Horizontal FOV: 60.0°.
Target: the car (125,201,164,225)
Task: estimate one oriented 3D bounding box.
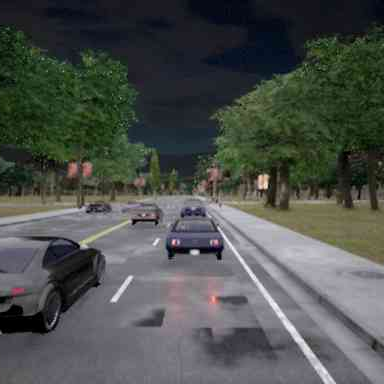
[{"bbox_3d":[-3.154,1.579,24.317,2.033,1.411,5.357,0,0,0],"label":"car"}]

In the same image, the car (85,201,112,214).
[{"bbox_3d":[-9.827,1.621,35.332,1.994,1.385,4.181,0,0,0],"label":"car"}]

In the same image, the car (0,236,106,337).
[{"bbox_3d":[-3.173,1.570,6.766,1.994,1.385,4.181,0,0,0],"label":"car"}]

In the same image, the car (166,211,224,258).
[{"bbox_3d":[0.098,1.613,12.697,1.895,1.301,4.718,0,0,0],"label":"car"}]

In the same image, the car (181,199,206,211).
[{"bbox_3d":[0.106,1.394,29.198,2.097,1.767,4.553,0,0,0],"label":"car"}]

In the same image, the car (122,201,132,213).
[{"bbox_3d":[-6.574,1.663,37.430,1.895,1.301,4.718,0,0,0],"label":"car"}]
